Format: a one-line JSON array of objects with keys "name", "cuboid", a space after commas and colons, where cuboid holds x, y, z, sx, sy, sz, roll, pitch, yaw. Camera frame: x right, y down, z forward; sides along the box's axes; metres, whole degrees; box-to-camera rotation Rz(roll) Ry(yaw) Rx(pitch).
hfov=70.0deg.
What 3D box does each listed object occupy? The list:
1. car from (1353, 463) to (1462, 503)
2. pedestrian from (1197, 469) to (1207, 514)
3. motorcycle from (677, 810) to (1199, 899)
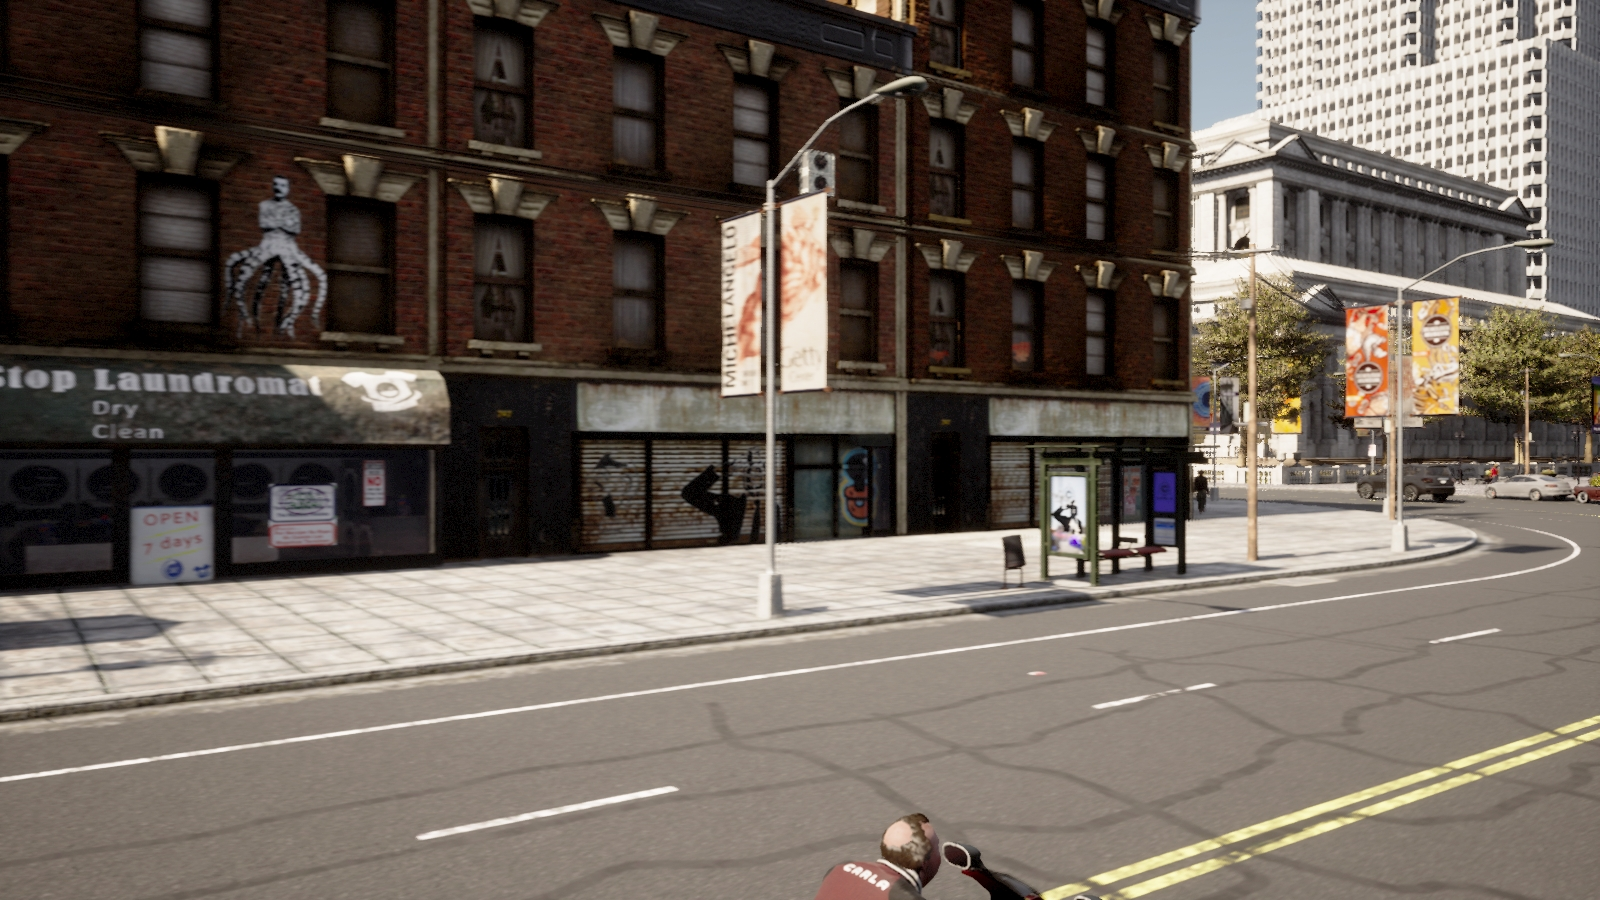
[{"name": "car", "cuboid": [33.484, 1.780, 63.188, 2.150, 2.045, 5.566, 0, 0, -15]}, {"name": "pedestrian", "cuboid": [16.477, 1.697, 46.840, 0.375, 1.860, 0.375, 0, 0, 13]}, {"name": "motorcycle", "cuboid": [0.349, 2.205, 4.027, 2.209, 1.251, 0.867, 0, 0, -35]}]
